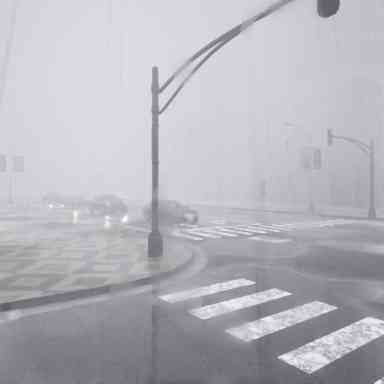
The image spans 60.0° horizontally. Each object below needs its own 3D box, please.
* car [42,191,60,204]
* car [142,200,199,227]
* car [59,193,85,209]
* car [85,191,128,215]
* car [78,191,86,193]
[{"bbox_3d":[-18.885,0.694,45.371,2.097,1.767,4.553,0,1,-35],"label":"car"},{"bbox_3d":[-1.478,1.266,21.078,2.128,1.511,4.902,0,1,-35],"label":"car"},{"bbox_3d":[-12.900,1.095,37.009,1.895,1.301,4.718,0,1,-36],"label":"car"},{"bbox_3d":[-7.376,0.982,29.329,2.097,1.767,4.553,0,1,-36],"label":"car"},{"bbox_3d":[-21.671,0.520,66.194,1.882,1.535,5.008,0,1,-36],"label":"car"}]
